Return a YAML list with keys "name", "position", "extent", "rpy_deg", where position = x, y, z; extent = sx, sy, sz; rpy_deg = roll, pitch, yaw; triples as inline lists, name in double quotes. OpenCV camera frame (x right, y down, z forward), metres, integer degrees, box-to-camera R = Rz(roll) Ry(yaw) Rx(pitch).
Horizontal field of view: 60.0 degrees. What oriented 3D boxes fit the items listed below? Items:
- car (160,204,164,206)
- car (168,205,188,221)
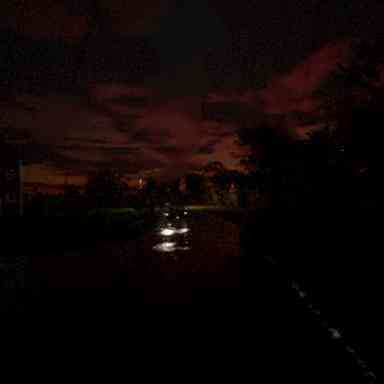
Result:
- name: "car"
  position: [-4.551, 2.223, 58.300]
  extent: [2.033, 1.411, 5.357]
  rpy_deg: [-1, -1, -11]
- name: "car"
  position: [-1.427, 2.059, 32.676]
  extent: [1.895, 1.301, 4.718]
  rpy_deg: [-1, -1, -3]
